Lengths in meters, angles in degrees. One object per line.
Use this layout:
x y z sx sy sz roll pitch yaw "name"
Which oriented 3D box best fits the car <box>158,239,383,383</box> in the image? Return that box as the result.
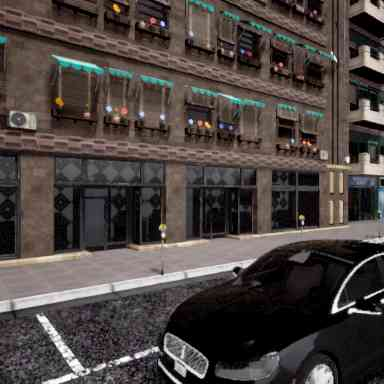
1.856 1.505 4.714 4.892 1.490 1.837 0 0 -36 "car"
